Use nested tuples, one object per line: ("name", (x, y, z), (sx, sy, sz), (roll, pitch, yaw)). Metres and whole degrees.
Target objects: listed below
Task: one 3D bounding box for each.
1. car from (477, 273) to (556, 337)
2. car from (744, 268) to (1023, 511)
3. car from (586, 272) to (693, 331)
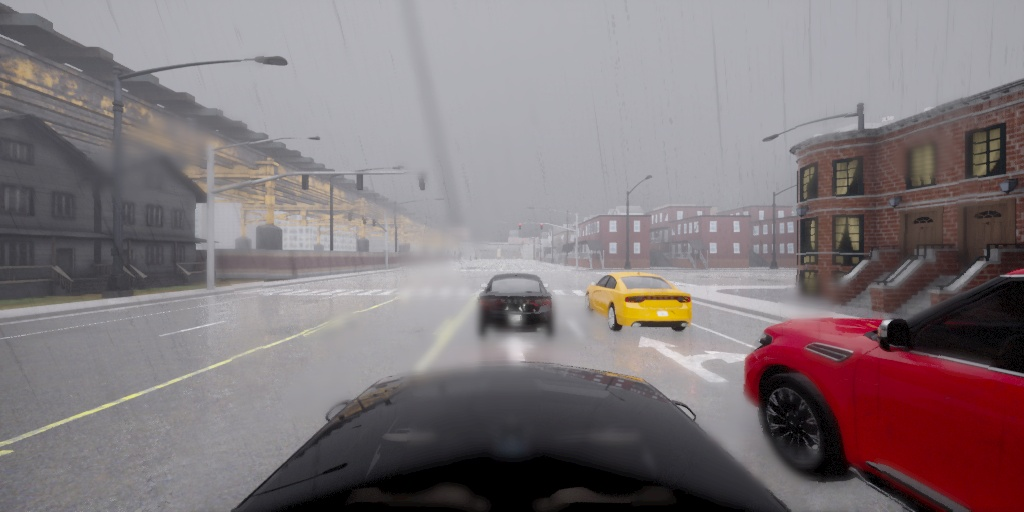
("car", (0.107, 1.228, 10.353), (1.882, 1.535, 5.008), (0, 0, 0))
("car", (3.598, 0.971, 1.530), (2.150, 2.045, 5.566), (0, 0, 0))
("car", (3.609, 1.228, 11.055), (1.882, 1.535, 5.008), (0, 0, 0))
